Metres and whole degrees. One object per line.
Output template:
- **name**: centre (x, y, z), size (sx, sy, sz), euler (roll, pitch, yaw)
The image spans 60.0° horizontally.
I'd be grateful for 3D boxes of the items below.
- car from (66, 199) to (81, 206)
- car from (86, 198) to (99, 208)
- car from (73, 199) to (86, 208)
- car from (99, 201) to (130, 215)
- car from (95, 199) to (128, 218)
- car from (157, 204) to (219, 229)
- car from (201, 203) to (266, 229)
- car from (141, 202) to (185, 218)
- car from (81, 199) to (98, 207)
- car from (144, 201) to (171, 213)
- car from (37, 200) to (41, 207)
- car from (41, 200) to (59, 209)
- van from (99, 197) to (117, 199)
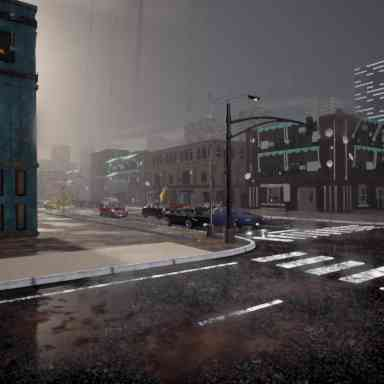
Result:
- **car**: centre (-27.129, 2.364, 76.135), size (1.947, 1.339, 4.313), euler (-1, 0, -35)
- **car**: centre (-17.520, 1.940, 62.595), size (2.192, 1.841, 5.009), euler (-1, 0, -35)
- **car**: centre (-20.457, 2.192, 62.280), size (1.812, 1.442, 4.674), euler (-1, 0, -35)
- **car**: centre (-9.827, 1.942, 41.806), size (2.128, 1.511, 4.902), euler (-1, 0, -35)
- **car**: centre (-8.324, 1.847, 35.177), size (1.967, 1.590, 4.097), euler (-1, 0, -35)
- **car**: centre (-0.385, 1.815, 23.793), size (1.947, 1.339, 4.313), euler (-1, 0, -35)
- **car**: centre (2.782, 1.750, 23.990), size (2.033, 1.411, 5.357), euler (-1, 0, -34)
- **car**: centre (-3.198, 1.812, 32.451), size (2.128, 1.511, 4.902), euler (-1, 0, -35)
- **car**: centre (-20.719, 2.228, 67.108), size (1.887, 1.381, 4.507), euler (-1, 0, -35)
- **car**: centre (-4.693, 1.966, 44.544), size (1.802, 1.307, 4.206), euler (-2, 0, -35)
- **car**: centre (-30.756, 2.376, 66.768), size (2.008, 1.369, 4.403), euler (-1, 0, -35)
- **car**: centre (-24.248, 2.233, 57.603), size (1.752, 1.417, 4.829), euler (-1, 0, -35)
- **van**: centre (-14.314, 1.907, 58.082), size (1.690, 1.788, 3.998), euler (-1, 0, -35)
